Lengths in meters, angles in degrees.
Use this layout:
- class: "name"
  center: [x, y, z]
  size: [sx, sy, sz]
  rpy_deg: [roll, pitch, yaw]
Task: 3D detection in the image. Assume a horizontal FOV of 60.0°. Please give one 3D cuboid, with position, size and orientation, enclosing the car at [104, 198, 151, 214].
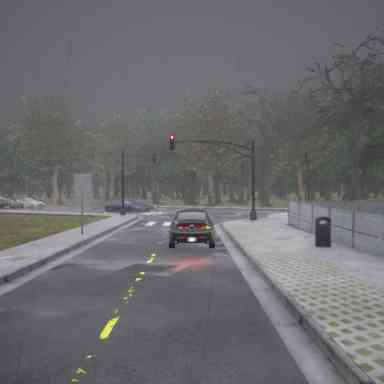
- class: "car"
  center: [-7.079, 1.520, 35.066]
  size: [4.674, 1.442, 1.812]
  rpy_deg: [0, 0, 23]

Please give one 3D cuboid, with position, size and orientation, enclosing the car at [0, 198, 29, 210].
- class: "car"
  center: [-23.476, 1.519, 42.139]
  size: [4.892, 1.490, 1.837]
  rpy_deg: [0, 0, 23]

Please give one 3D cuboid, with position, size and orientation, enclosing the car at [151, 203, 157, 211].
- class: "car"
  center: [-6.357, 1.498, 38.292]
  size: [4.902, 1.511, 2.128]
  rpy_deg: [0, 0, 23]

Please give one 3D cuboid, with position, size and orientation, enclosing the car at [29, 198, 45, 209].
- class: "car"
  center: [-22.110, 1.552, 45.089]
  size: [4.674, 1.442, 1.812]
  rpy_deg: [0, 0, 23]

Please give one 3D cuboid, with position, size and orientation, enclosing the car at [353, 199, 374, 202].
- class: "car"
  center: [16.206, 1.466, 32.282]
  size: [4.902, 1.511, 2.128]
  rpy_deg: [0, 0, 22]

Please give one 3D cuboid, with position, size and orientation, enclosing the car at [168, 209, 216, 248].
- class: "car"
  center: [0.001, 1.508, 14.736]
  size: [1.837, 1.490, 4.892]
  rpy_deg: [0, 0, 0]

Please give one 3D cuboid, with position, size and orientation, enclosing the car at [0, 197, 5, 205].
- class: "car"
  center: [-35.346, 1.554, 58.036]
  size: [4.902, 1.511, 2.128]
  rpy_deg: [0, 0, 24]
